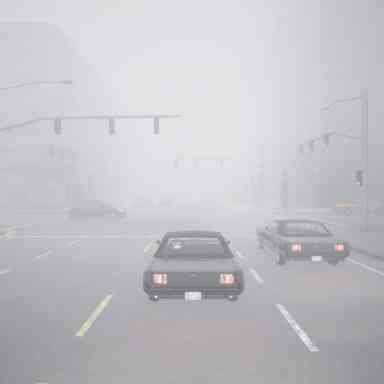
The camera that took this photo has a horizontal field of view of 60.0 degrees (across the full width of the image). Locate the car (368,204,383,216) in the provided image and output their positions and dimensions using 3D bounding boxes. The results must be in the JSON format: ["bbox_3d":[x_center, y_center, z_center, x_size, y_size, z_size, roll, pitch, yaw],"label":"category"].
[{"bbox_3d":[3.593,1.221,1.903,2.150,2.045,5.566,0,0,0],"label":"car"}]

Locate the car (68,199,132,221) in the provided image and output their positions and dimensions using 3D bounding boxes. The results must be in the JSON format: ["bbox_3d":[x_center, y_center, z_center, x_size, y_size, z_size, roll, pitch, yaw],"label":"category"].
[{"bbox_3d":[-7.567,1.377,27.089,4.553,1.767,2.097,0,0,0],"label":"car"}]

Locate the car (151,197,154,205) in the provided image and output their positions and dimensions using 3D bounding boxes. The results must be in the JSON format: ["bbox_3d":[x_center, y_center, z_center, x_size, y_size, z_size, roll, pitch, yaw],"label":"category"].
[{"bbox_3d":[-7.516,1.547,58.421,2.033,1.411,5.357,0,0,0],"label":"car"}]

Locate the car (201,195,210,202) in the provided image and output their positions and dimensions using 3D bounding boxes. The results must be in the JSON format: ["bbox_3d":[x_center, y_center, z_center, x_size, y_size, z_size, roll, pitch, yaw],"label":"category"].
[{"bbox_3d":[3.248,1.595,77.408,1.895,1.301,4.718,0,0,1],"label":"car"}]

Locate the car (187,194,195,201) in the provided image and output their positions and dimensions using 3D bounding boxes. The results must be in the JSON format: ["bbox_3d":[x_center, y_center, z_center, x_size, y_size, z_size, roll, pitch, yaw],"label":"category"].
[{"bbox_3d":[-0.159,1.355,87.252,2.097,1.767,4.553,0,0,1],"label":"car"}]

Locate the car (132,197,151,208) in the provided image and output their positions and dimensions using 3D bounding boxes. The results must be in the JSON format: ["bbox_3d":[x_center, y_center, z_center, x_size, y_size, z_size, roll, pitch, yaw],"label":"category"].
[{"bbox_3d":[-7.547,1.505,47.854,1.837,1.490,4.892,0,0,0],"label":"car"}]

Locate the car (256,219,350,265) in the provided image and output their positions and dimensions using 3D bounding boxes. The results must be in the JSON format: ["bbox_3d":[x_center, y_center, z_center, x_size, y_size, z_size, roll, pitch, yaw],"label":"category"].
[{"bbox_3d":[3.542,1.601,11.655,1.895,1.301,4.718,0,0,0],"label":"car"}]

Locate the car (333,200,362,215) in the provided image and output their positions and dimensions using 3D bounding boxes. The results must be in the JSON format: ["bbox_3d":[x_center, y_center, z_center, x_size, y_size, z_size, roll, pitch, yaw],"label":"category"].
[{"bbox_3d":[17.189,1.533,34.278,5.008,1.535,1.882,0,0,0],"label":"car"}]

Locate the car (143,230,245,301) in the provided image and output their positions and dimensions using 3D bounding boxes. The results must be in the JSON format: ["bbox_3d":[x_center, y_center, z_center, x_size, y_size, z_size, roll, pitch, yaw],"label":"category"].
[{"bbox_3d":[0.038,1.601,8.267,1.895,1.301,4.718,0,0,0],"label":"car"}]

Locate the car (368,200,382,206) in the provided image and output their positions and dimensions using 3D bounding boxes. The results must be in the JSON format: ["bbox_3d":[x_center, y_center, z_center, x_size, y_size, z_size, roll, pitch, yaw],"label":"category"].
[{"bbox_3d":[19.254,1.547,30.777,4.902,1.511,2.128,0,0,0],"label":"car"}]

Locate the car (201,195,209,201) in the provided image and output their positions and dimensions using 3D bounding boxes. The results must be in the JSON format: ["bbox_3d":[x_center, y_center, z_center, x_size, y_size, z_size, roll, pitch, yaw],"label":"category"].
[{"bbox_3d":[3.343,1.553,87.383,1.994,1.385,4.181,0,0,1],"label":"car"}]

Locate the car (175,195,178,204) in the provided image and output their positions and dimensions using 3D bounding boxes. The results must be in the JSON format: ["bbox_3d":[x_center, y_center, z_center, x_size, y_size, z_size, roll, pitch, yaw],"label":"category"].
[{"bbox_3d":[-3.984,1.505,60.106,1.837,1.490,4.892,0,0,1],"label":"car"}]

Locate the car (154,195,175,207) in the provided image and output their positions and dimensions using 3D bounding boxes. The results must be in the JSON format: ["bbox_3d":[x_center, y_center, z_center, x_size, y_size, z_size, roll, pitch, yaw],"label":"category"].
[{"bbox_3d":[-4.065,1.547,50.263,2.033,1.411,5.357,0,0,0],"label":"car"}]
